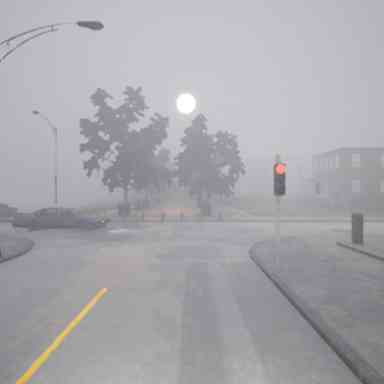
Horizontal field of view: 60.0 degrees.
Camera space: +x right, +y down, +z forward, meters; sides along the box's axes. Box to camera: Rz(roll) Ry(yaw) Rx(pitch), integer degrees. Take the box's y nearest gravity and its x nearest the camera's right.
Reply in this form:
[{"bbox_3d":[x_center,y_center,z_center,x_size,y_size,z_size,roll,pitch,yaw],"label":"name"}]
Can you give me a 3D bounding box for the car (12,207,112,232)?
[{"bbox_3d":[-7.587,1.588,19.641,5.357,1.411,2.033,0,0,0],"label":"car"}]
